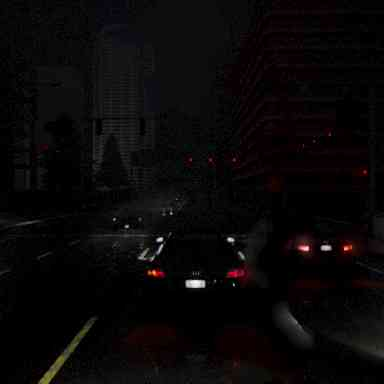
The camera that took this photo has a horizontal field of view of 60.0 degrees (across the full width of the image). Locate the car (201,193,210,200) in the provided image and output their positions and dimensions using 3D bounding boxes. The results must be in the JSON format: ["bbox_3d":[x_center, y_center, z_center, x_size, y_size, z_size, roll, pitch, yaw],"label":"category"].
[{"bbox_3d":[3.574,1.197,90.442,2.150,2.045,5.566,0,0,0],"label":"car"}]

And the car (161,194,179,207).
[{"bbox_3d":[-3.554,1.486,50.726,2.128,1.511,4.902,0,0,0],"label":"car"}]

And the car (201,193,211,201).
[{"bbox_3d":[3.566,1.484,80.558,1.837,1.490,4.892,0,0,0],"label":"car"}]

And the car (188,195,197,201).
[{"bbox_3d":[0.066,1.525,81.417,2.033,1.411,5.357,0,0,0],"label":"car"}]

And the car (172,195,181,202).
[{"bbox_3d":[-3.439,1.516,74.378,1.812,1.442,4.674,0,0,0],"label":"car"}]

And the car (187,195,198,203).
[{"bbox_3d":[0.085,1.494,71.071,1.837,1.490,4.892,0,0,0],"label":"car"}]

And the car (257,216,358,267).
[{"bbox_3d":[3.599,1.546,11.398,2.033,1.411,5.357,0,0,0],"label":"car"}]

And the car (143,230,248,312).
[{"bbox_3d":[0.075,1.563,7.778,1.994,1.385,4.181,0,0,0],"label":"car"}]

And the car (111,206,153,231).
[{"bbox_3d":[-3.589,1.587,20.624,1.895,1.301,4.718,0,0,0],"label":"car"}]

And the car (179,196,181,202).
[{"bbox_3d":[-3.510,1.345,62.538,2.097,1.767,4.553,0,0,0],"label":"car"}]
